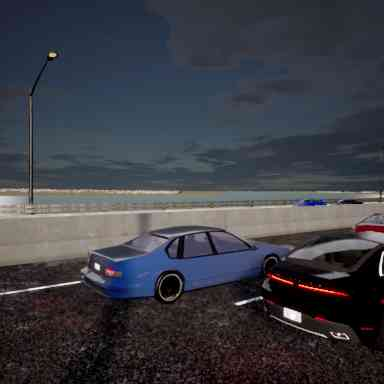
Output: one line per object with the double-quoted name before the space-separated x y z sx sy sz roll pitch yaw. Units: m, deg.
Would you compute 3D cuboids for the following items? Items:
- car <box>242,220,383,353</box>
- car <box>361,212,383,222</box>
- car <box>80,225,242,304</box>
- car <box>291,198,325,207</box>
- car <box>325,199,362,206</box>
"car" 3.394 1.506 6.165 4.892 1.490 1.837 0 0 -36
"car" 8.588 1.566 14.149 4.181 1.385 1.994 0 0 -36
"car" 0.138 1.548 8.143 5.357 1.411 2.033 0 0 -36
"car" 13.900 1.483 39.520 5.008 1.535 1.882 0 0 -35
"car" 17.622 1.530 37.862 4.674 1.442 1.812 0 0 -35
